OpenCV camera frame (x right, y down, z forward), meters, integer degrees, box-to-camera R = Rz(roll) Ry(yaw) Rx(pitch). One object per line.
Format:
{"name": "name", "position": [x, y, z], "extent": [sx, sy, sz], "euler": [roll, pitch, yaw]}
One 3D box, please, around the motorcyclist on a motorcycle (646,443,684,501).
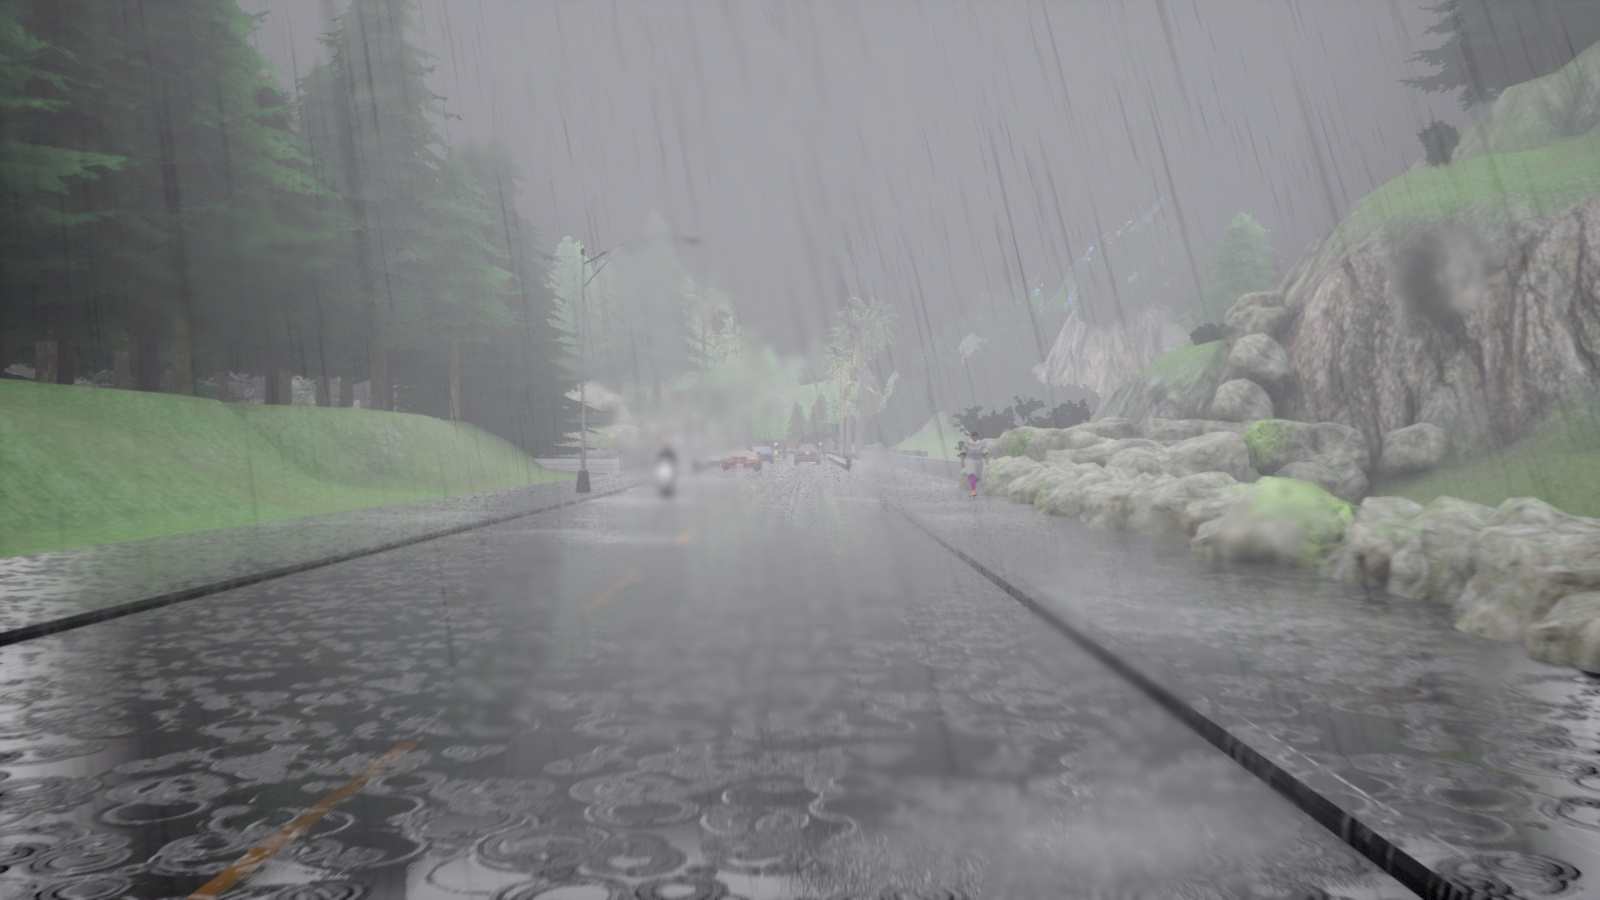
{"name": "motorcyclist on a motorcycle", "position": [-3.786, 0.593, 35.323], "extent": [0.866, 1.590, 1.817], "euler": [0, 0, 0]}

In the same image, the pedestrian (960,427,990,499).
{"name": "pedestrian", "position": [4.797, 0.360, 34.458], "extent": [0.659, 1.952, 0.873], "euler": [0, 0, -2]}

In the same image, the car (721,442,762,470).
{"name": "car", "position": [-3.547, 0.361, 77.131], "extent": [2.242, 1.667, 4.611], "euler": [0, 0, 0]}
